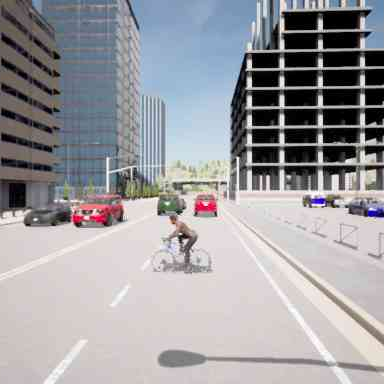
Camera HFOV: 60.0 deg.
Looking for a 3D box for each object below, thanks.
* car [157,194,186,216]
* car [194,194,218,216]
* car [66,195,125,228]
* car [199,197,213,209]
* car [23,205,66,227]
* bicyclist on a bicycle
[{"bbox_3d":[-2.134,1.220,33.169,2.150,2.045,5.566,0,0,3],"label":"car"},{"bbox_3d":[1.348,1.221,32.584,2.150,2.045,5.566,0,0,2],"label":"car"},{"bbox_3d":[-6.200,1.222,22.772,2.150,2.045,5.566,0,0,3],"label":"car"},{"bbox_3d":[1.875,1.503,45.471,1.837,1.490,4.892,0,0,2],"label":"car"},{"bbox_3d":[-9.744,1.563,22.912,1.994,1.385,4.181,0,0,3],"label":"car"},{"bbox_3d":[-0.321,1.450,9.156,1.656,1.620,0.582,-2,0,2],"label":"bicyclist on a bicycle"}]
